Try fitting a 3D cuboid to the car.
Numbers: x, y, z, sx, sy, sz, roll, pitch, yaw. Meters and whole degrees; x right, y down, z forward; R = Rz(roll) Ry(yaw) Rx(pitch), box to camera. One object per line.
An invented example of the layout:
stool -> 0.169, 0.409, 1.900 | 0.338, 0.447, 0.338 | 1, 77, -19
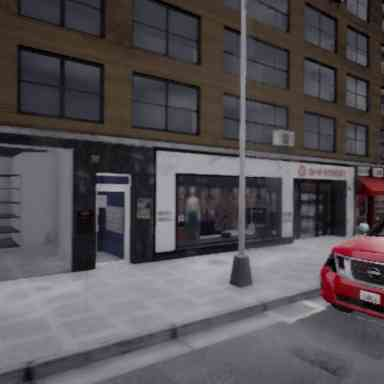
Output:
car -> 4.915, 1.246, 6.567 | 5.566, 2.045, 2.150 | 1, 0, -35
